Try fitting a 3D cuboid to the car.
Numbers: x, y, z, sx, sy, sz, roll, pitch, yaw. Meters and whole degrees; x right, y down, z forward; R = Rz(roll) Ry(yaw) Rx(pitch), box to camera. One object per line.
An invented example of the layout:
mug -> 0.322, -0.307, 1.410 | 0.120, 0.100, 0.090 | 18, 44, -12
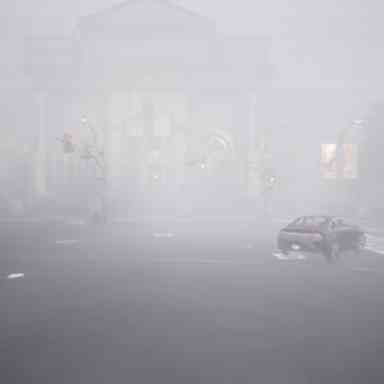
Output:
car -> 5.138, 1.653, 12.879 | 2.128, 1.511, 4.902 | -1, -1, 43
